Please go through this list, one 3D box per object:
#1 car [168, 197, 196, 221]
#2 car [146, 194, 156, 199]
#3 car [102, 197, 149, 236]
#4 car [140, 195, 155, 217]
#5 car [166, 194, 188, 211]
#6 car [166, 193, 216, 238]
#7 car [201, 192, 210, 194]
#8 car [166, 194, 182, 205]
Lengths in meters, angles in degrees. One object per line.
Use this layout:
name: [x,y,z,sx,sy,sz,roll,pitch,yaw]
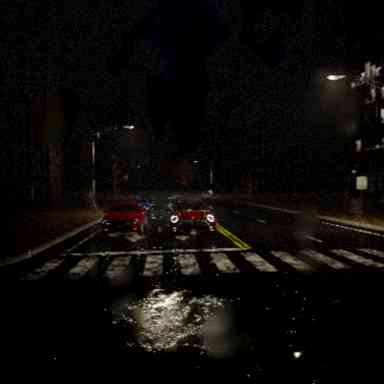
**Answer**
car: [-0.865,1.174,25.222,1.837,1.490,4.892,-1,1,-5]
car: [-5.175,1.070,37.928,1.837,1.490,4.892,-1,1,-4]
car: [-3.506,1.300,17.712,1.882,1.535,5.008,-1,1,-5]
car: [-4.326,1.223,27.598,1.812,1.442,4.674,-1,1,-5]
car: [-1.654,1.038,34.808,2.128,1.511,4.902,-1,1,-4]
car: [-0.132,1.132,16.359,2.097,1.767,4.553,-1,1,-5]
car: [2.340,0.643,58.927,1.812,1.442,4.674,-1,1,-9]
car: [-2.485,0.981,44.807,1.994,1.385,4.181,-1,1,-5]
